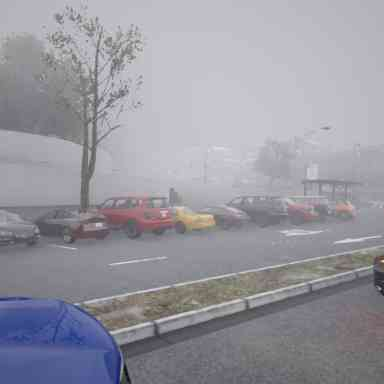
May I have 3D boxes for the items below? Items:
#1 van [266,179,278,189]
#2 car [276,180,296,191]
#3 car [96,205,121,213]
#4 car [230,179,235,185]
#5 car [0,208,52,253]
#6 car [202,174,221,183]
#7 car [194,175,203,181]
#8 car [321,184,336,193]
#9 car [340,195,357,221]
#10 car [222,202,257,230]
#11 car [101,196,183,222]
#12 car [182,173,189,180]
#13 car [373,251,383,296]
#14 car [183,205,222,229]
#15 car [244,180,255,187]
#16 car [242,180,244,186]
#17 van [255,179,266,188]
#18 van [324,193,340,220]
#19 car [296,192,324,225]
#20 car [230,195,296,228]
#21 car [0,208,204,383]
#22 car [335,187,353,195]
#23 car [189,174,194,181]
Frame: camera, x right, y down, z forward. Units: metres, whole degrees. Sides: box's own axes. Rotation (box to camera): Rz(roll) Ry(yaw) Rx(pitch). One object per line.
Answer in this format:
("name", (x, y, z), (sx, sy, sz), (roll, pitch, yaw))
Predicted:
("van", (17.586, -1.490, 68.683), (1.878, 1.987, 4.442), (7, 4, 35))
("car", (19.341, -0.991, 66.317), (2.231, 1.521, 4.892), (7, 3, 35))
("car", (-6.012, 1.524, 15.936), (4.792, 1.488, 2.163), (-1, -1, 35))
("car", (10.729, -2.316, 78.683), (2.002, 1.452, 4.674), (7, 3, 35))
("car", (-8.436, 1.494, 14.194), (4.892, 1.521, 2.231), (-1, -1, 35))
("car", (5.639, -3.175, 86.203), (1.946, 1.575, 5.366), (7, 3, 34))
("car", (3.793, -3.697, 88.467), (2.435, 2.045, 5.566), (7, 3, 34))
("car", (24.536, -0.425, 58.921), (2.435, 2.045, 5.566), (7, 3, 35))
("car", (11.272, 1.404, 27.983), (4.553, 1.767, 2.185), (-1, -1, 35))
("car", (1.370, 1.549, 21.121), (4.674, 1.452, 2.002), (-1, -1, 35))
("car", (-3.564, 1.248, 17.676), (5.566, 2.045, 2.435), (-1, -1, 35))
("car", (0.279, -4.084, 93.410), (2.185, 1.767, 4.553), (4, 1, 34))
("car", (5.853, 1.515, 7.278), (4.892, 1.490, 1.837), (0, 0, -35))
("car", (-1.240, 1.503, 19.499), (5.366, 1.575, 1.946), (-1, -1, 35))
("car", (14.293, -1.811, 73.893), (1.946, 1.575, 5.366), (7, 3, 35))
("car", (12.466, -2.042, 76.217), (2.002, 1.452, 4.674), (7, 4, 35))
("van", (15.862, -1.763, 71.158), (1.878, 1.987, 4.442), (7, 4, 35))
("van", (8.859, 1.297, 26.238), (4.442, 1.987, 1.878), (-1, -1, 35))
("car", (6.317, 1.268, 24.573), (5.566, 2.045, 2.435), (-1, -1, 35))
("car", (3.801, 1.263, 22.873), (5.566, 2.045, 2.435), (-1, -1, 35))
("car", (-2.842, 1.221, 1.110), (5.566, 2.045, 2.150), (0, 0, -35))
("car", (26.221, 0.137, 56.445), (2.002, 1.452, 4.674), (7, 3, 35))
("car", (2.004, -3.849, 90.936), (2.185, 1.767, 4.553), (6, 3, 34))
